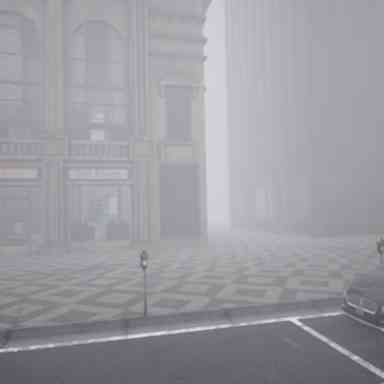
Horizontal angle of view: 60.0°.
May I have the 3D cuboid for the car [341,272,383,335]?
[{"bbox_3d":[4.892,1.723,6.059,4.403,1.369,2.008,0,-3,-14],"label":"car"}]
